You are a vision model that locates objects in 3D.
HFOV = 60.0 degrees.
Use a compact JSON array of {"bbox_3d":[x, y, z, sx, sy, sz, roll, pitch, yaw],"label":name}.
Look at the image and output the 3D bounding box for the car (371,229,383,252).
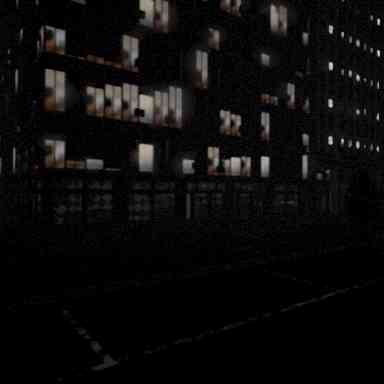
[{"bbox_3d":[8.667,1.525,12.734,4.829,1.417,1.752,0,0,-35],"label":"car"}]
